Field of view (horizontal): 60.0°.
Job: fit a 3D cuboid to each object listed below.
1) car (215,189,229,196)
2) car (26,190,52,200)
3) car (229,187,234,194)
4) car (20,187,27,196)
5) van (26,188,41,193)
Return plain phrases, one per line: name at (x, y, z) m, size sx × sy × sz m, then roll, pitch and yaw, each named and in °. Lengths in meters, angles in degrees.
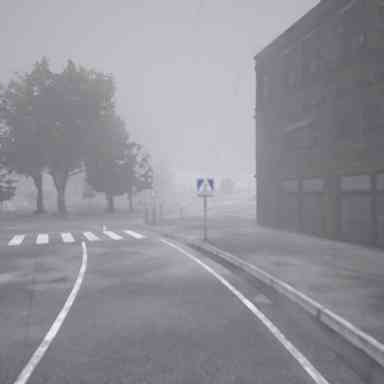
car at (6.831, 0.258, 92.069) m, size 4.792 × 1.488 × 2.163 m, roll -3°, pitch 2°, yaw 15°
car at (-36.427, 1.056, 80.304) m, size 2.097 × 1.535 × 5.008 m, roll 4°, pitch 3°, yaw 34°
car at (8.521, 0.043, 94.498) m, size 4.892 × 1.521 × 2.231 m, roll -3°, pitch 2°, yaw 14°
car at (-39.931, 0.405, 85.116) m, size 2.435 × 2.045 × 5.566 m, roll 5°, pitch 3°, yaw 34°
van at (-38.102, 0.630, 82.818) m, size 1.878 × 1.987 × 4.442 m, roll 4°, pitch 3°, yaw 34°
